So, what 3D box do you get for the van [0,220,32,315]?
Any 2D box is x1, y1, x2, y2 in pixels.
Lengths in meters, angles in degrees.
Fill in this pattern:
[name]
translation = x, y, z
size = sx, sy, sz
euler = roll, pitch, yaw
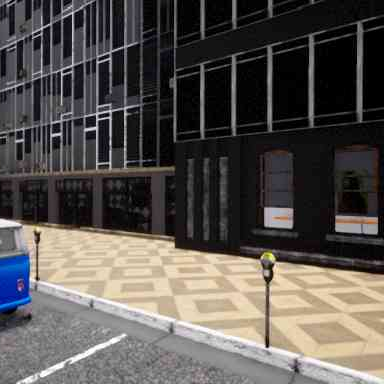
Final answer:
[van]
translation = -4.710, 1.339, 6.249
size = 3.998, 1.788, 1.690
euler = 0, 0, 36
